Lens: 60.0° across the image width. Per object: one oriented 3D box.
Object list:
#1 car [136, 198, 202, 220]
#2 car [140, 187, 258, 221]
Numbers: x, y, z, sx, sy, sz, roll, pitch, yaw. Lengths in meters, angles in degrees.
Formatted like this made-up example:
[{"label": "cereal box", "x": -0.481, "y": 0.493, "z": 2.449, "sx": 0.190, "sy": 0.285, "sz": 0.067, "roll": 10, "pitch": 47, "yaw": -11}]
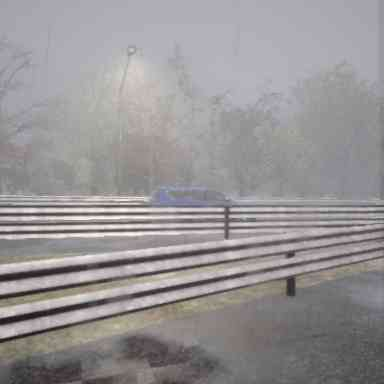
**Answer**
[{"label": "car", "x": -1.625, "y": 1.124, "z": 23.037, "sx": 4.181, "sy": 1.385, "sz": 1.994, "roll": 1, "pitch": 0, "yaw": -18}, {"label": "car", "x": 0.475, "y": 0.797, "z": 16.356, "sx": 5.566, "sy": 2.045, "sz": 2.150, "roll": 1, "pitch": 0, "yaw": -18}]
